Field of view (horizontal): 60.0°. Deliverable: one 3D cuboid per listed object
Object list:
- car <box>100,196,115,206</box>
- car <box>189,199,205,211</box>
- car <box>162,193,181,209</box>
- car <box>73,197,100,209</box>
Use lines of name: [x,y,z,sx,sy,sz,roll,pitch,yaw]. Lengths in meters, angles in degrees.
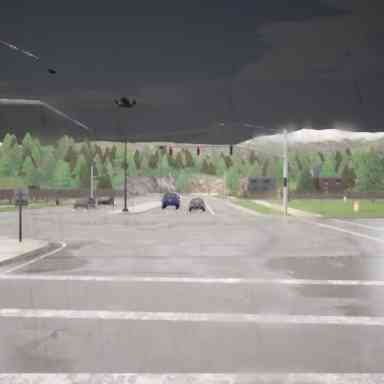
car: [-14.323,1.458,55.483,1.882,1.535,5.008,0,0,1]
car: [0.625,1.533,41.003,2.033,1.411,5.357,0,0,1]
car: [-2.809,1.205,45.503,2.150,2.045,5.566,0,0,1]
car: [-14.491,1.489,45.176,1.837,1.490,4.892,0,0,1]
